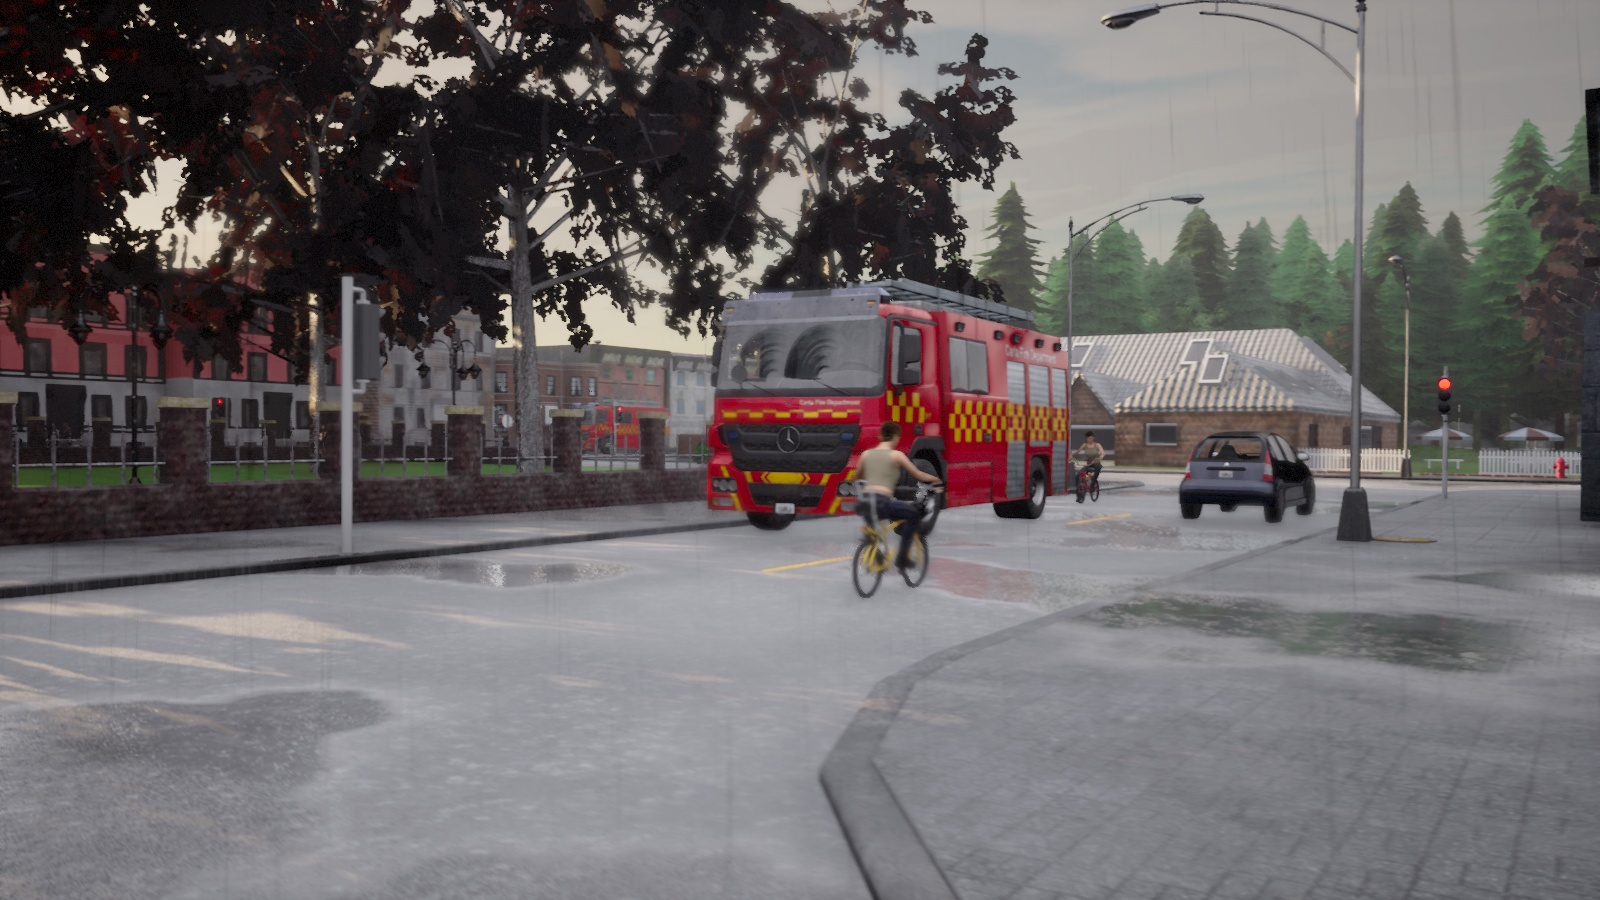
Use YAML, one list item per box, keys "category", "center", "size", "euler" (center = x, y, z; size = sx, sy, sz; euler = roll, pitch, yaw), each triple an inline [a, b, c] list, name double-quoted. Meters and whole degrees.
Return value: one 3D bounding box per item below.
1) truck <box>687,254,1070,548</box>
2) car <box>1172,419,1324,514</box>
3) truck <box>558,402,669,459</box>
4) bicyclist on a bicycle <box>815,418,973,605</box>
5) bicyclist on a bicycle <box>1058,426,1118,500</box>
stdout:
- category: "truck"
  center: [1.759, -0.700, 20.774]
  size: [2.891, 3.827, 8.468]
  euler: [0, 1, 29]
- category: "car"
  center: [8.545, 0.259, 23.757]
  size: [1.851, 1.617, 3.988]
  euler: [0, 1, 33]
- category: "truck"
  center: [-13.099, -1.373, 88.847]
  size: [2.891, 3.827, 8.468]
  euler: [0, 1, 32]
- category: "bicyclist on a bicycle"
  center: [0.902, 0.518, 11.713]
  size: [0.866, 1.612, 1.509]
  euler: [0, 1, 31]
- category: "bicyclist on a bicycle"
  center: [6.453, 0.267, 28.063]
  size: [0.866, 1.612, 1.509]
  euler: [0, 1, 31]
